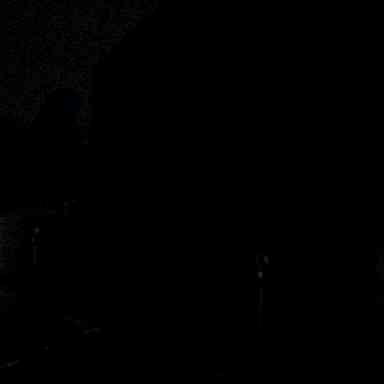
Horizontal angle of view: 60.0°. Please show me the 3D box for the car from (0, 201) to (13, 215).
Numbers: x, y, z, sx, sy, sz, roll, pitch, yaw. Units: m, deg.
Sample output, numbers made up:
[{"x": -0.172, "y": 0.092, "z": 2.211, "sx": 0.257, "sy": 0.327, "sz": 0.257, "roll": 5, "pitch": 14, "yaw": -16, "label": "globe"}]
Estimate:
[{"x": -19.068, "y": 1.405, "z": 30.686, "sx": 1.812, "sy": 1.442, "sz": 4.674, "roll": 1, "pitch": 1, "yaw": 34, "label": "car"}]

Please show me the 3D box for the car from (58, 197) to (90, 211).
[{"x": -13.244, "y": 1.368, "z": 38.785, "sx": 1.812, "sy": 1.442, "sz": 4.674, "roll": 1, "pitch": 1, "yaw": 36, "label": "car"}]
